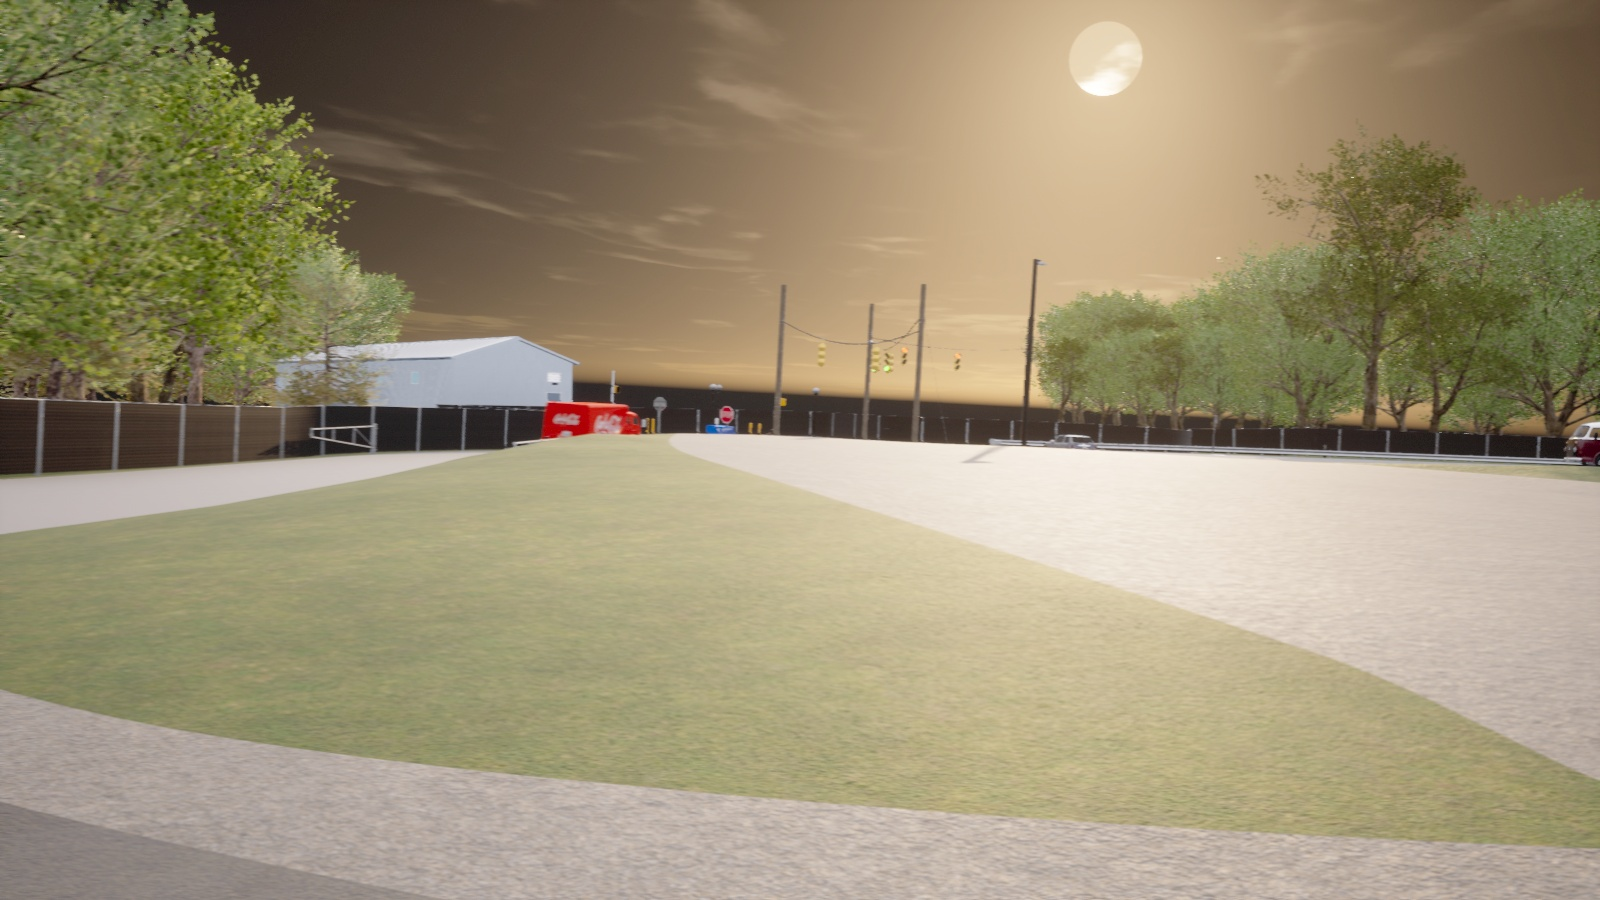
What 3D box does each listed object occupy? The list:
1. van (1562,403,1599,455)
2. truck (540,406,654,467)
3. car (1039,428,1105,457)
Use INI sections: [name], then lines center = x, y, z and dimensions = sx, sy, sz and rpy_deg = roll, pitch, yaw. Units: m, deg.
[van]
center = 32.866, -0.823, 49.459
dimensions = 4.480, 2.038, 2.069
rpy_deg = 0, 1, 16
[truck]
center = -8.793, -0.629, 54.961
dimensions = 2.627, 2.467, 5.204
rpy_deg = 3, 2, 21
[car]
center = 14.640, -0.439, 67.844
dimensions = 1.970, 1.475, 3.806
rpy_deg = 1, 1, -14
